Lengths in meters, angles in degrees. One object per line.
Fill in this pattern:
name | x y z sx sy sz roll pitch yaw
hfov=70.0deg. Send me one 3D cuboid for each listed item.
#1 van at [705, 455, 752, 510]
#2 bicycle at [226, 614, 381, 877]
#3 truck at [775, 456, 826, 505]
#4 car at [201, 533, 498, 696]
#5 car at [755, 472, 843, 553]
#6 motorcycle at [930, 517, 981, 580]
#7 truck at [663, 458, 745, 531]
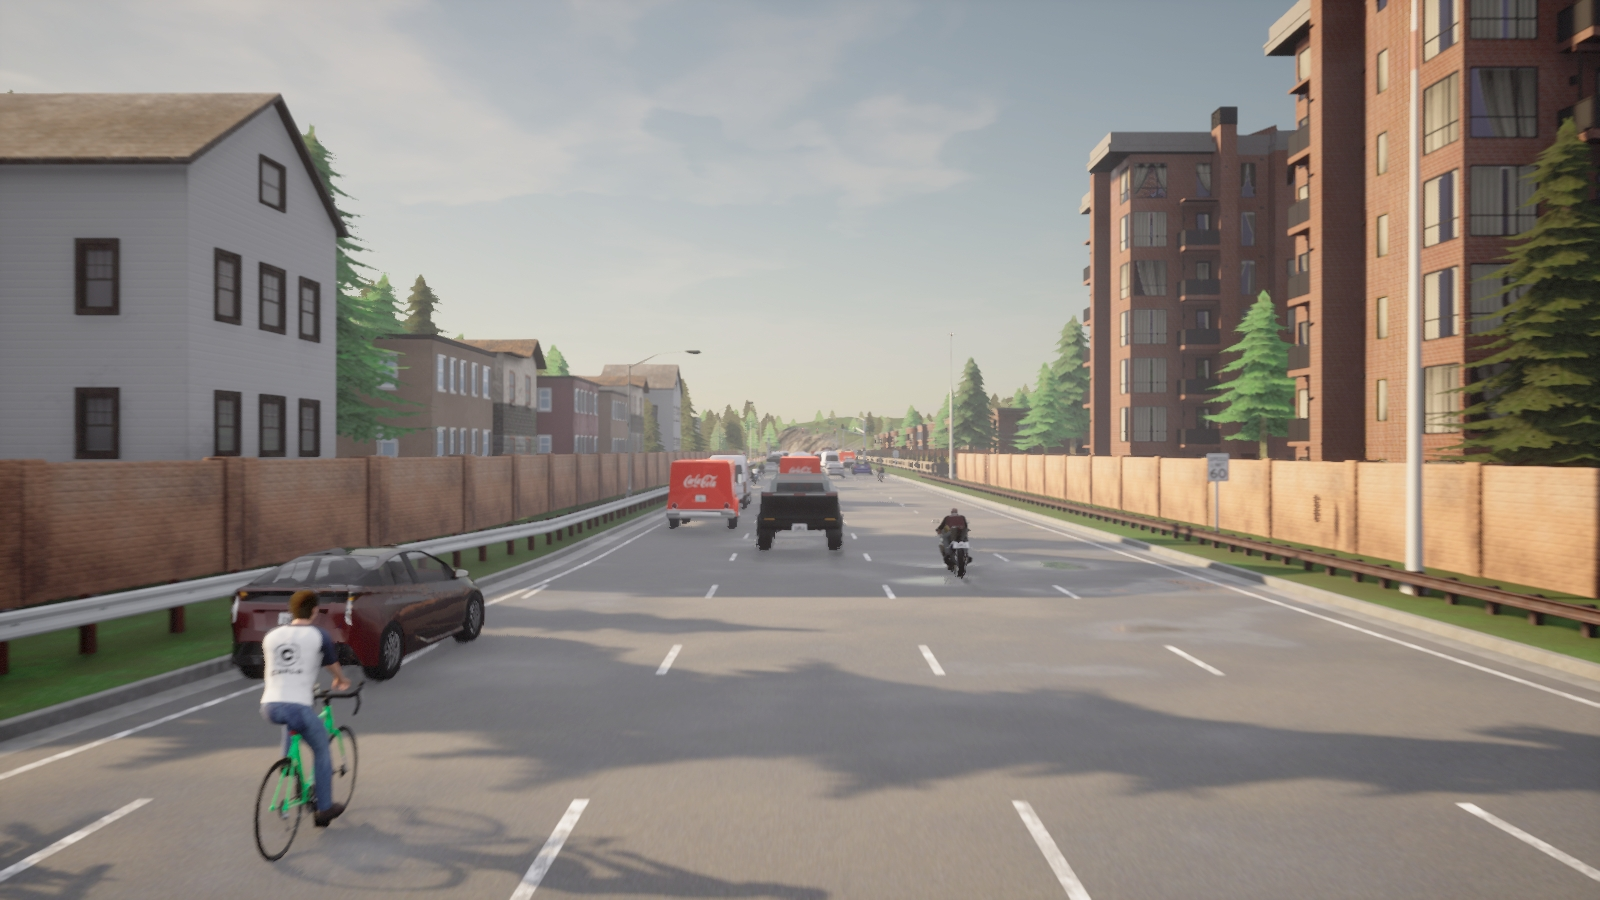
van | -3.494 1.535 56.846 1.988 2.561 5.915 0 0 0
bicycle | -3.557 2.056 8.314 0.373 1.496 1.643 0 0 1
truck | 0.011 1.569 61.387 2.627 2.467 5.204 0 0 0
car | -5.751 2.040 15.310 2.007 1.525 4.514 0 0 3
car | 0.003 1.753 34.159 2.390 2.098 6.274 0 0 0
motorcycle | 3.508 2.205 25.923 0.867 1.251 2.209 0 0 0
truck | -3.484 1.573 42.510 2.627 2.467 5.204 0 0 0
